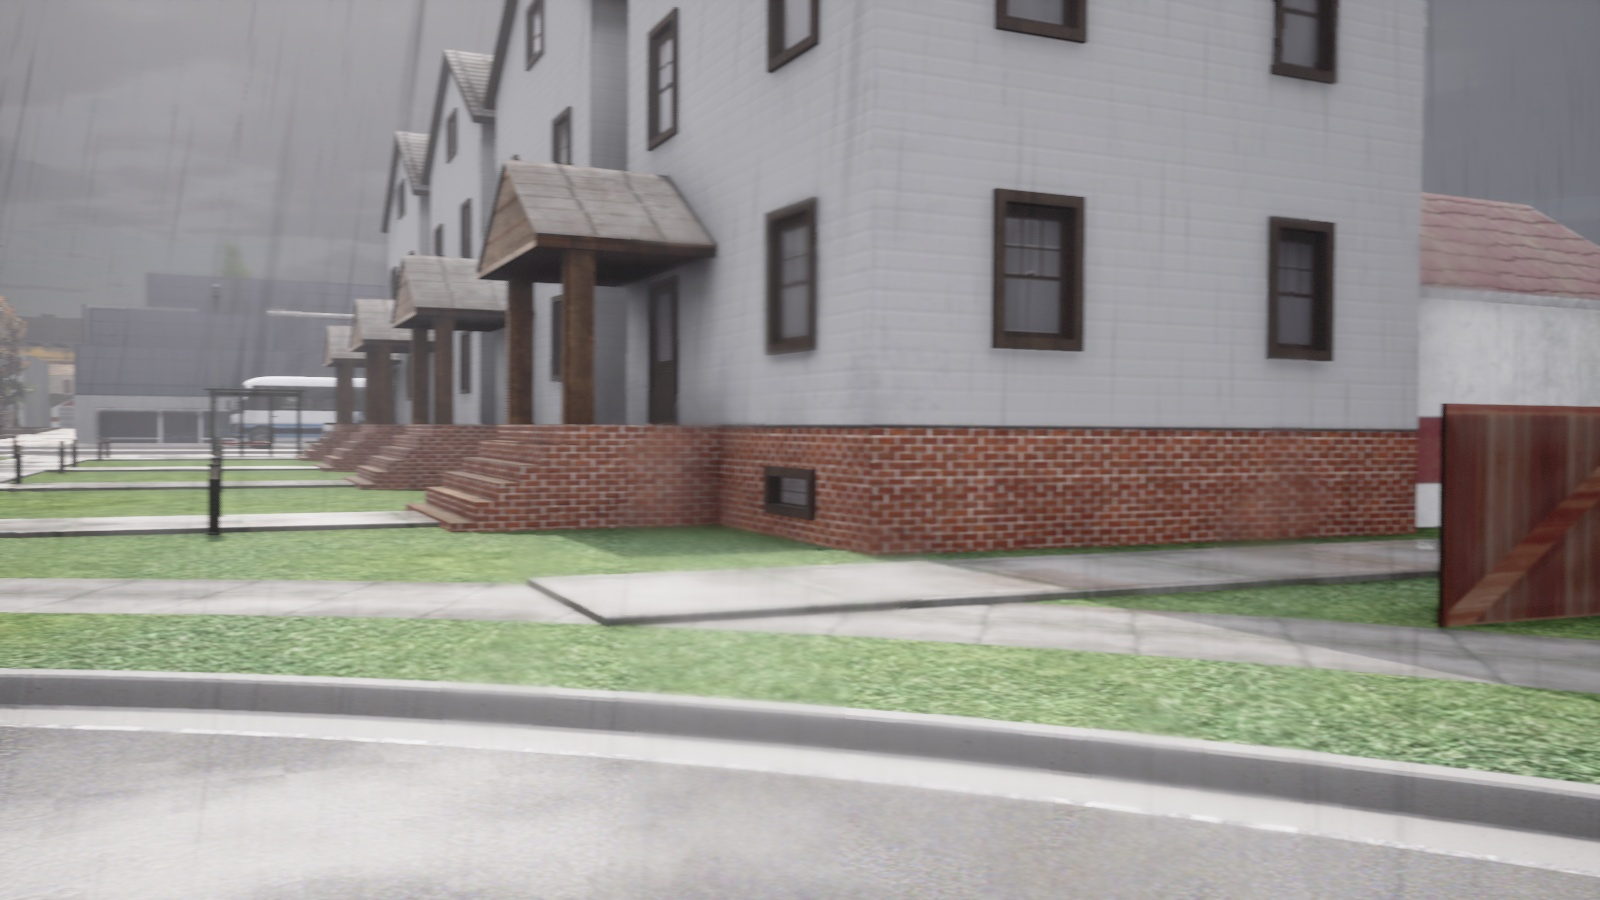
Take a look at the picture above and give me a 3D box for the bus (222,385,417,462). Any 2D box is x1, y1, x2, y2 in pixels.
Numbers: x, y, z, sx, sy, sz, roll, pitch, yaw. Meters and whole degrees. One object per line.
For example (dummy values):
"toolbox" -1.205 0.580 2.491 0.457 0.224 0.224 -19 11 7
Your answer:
"bus" -27.976 -1.586 73.181 10.273 4.253 3.944 -1 1 -25
